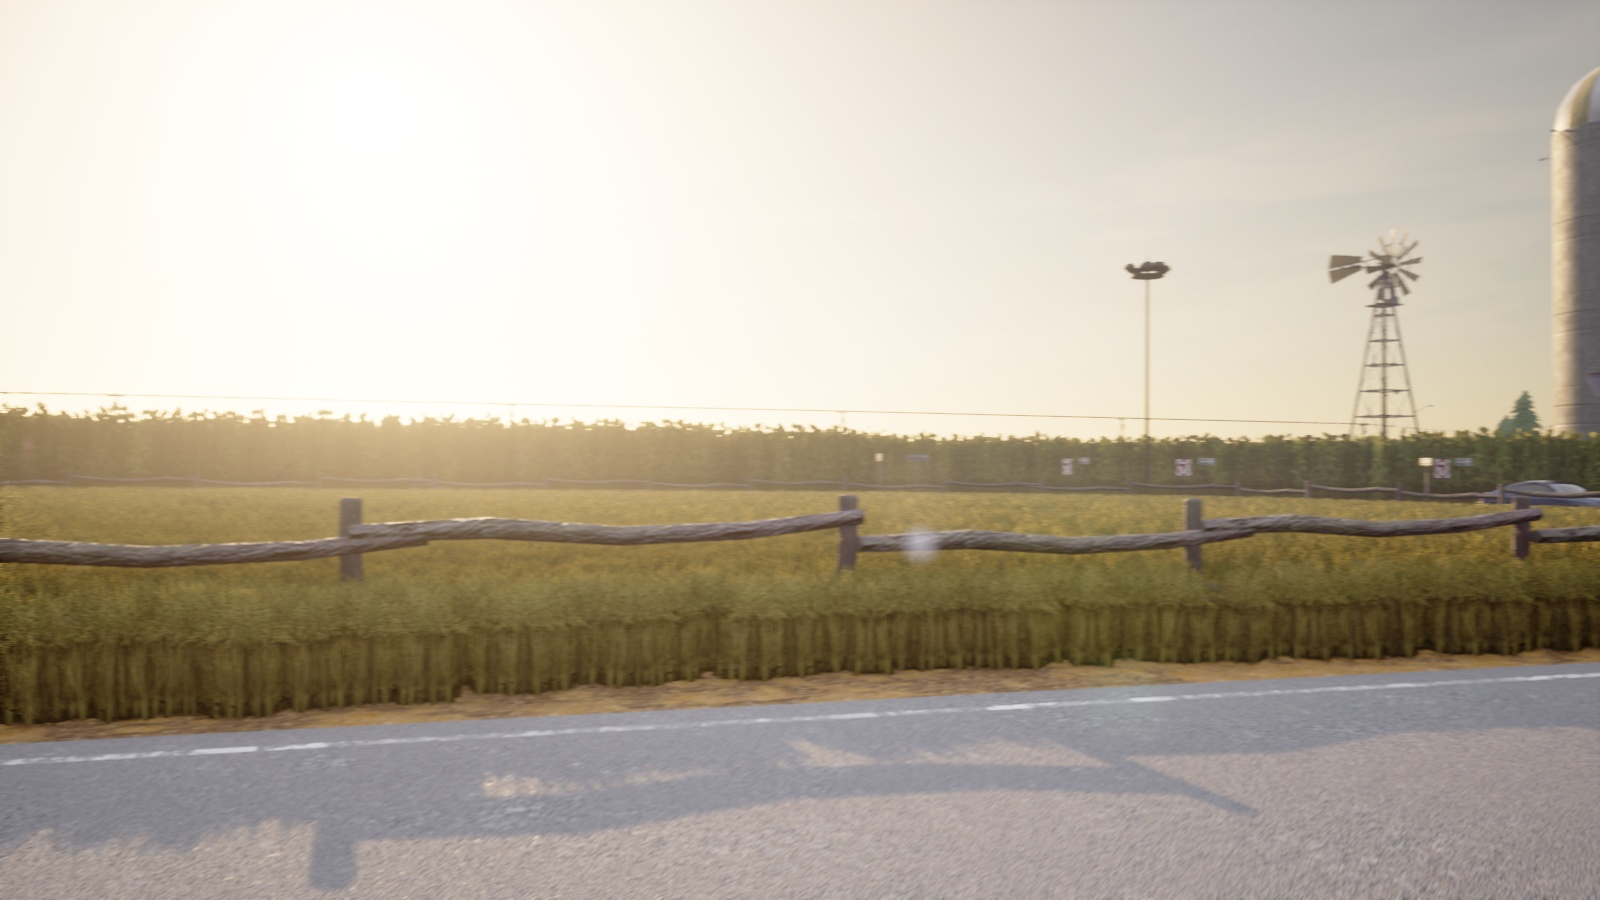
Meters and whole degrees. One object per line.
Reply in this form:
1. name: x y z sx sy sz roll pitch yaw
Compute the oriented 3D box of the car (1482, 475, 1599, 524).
1. car: 24.038 1.504 39.296 1.812 1.442 4.674 0 -1 -20
